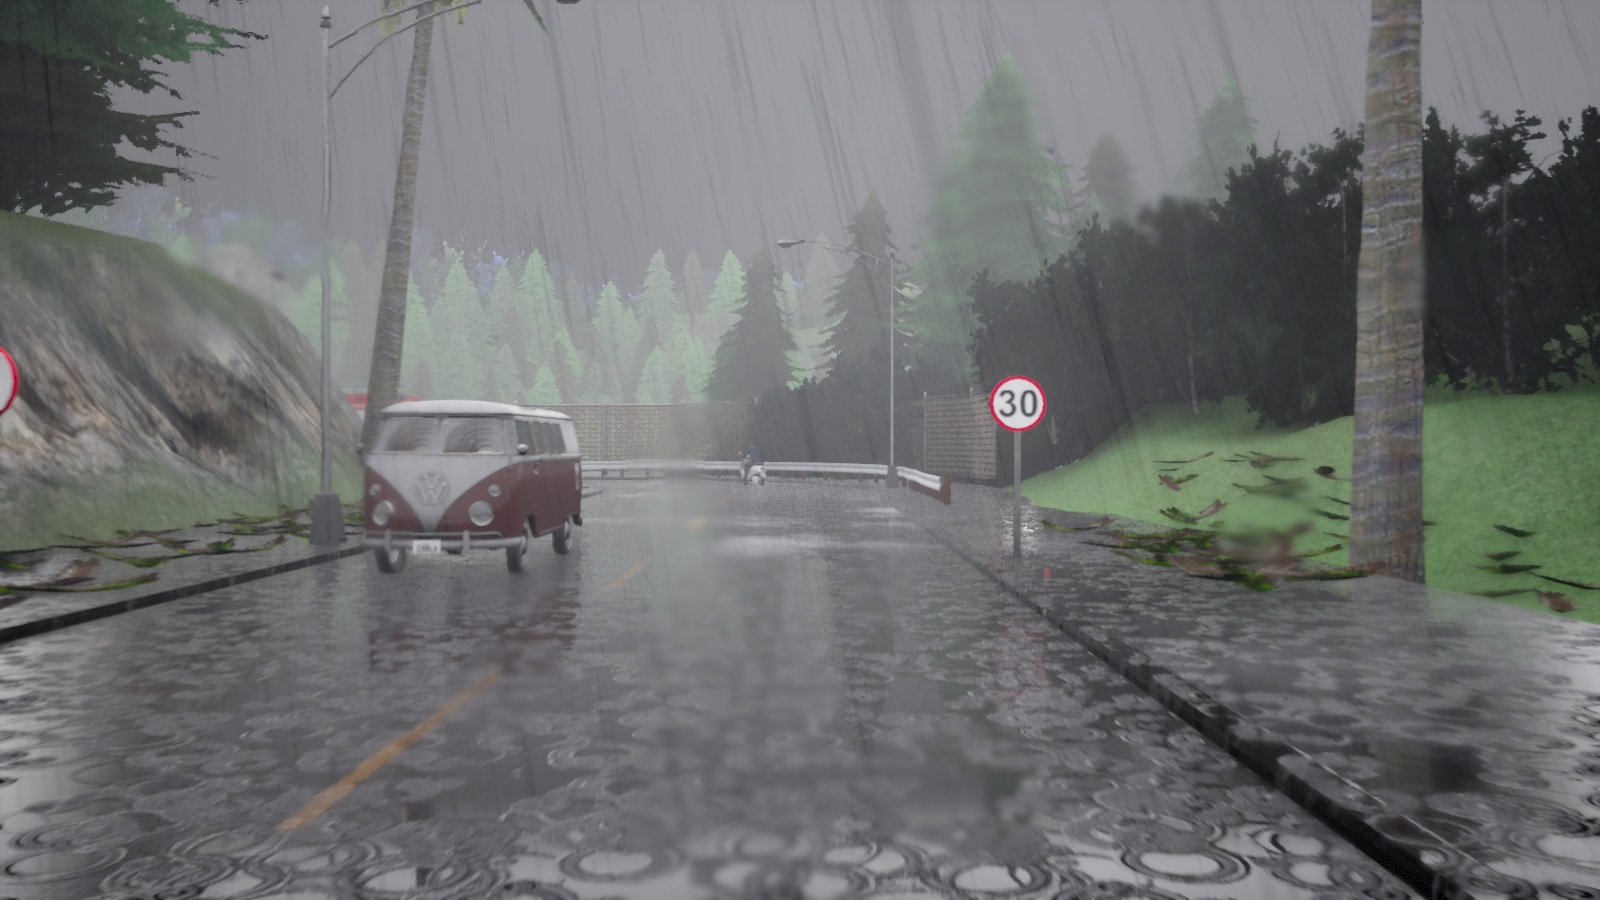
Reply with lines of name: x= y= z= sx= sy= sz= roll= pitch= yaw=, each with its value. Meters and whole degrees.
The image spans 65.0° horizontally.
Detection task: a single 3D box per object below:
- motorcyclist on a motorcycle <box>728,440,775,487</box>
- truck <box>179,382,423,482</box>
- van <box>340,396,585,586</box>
motorcyclist on a motorcycle: x=-1.714 y=0.466 z=44.328 sx=0.866 sy=1.590 sz=1.817 roll=-2 pitch=1 yaw=-30
truck: x=-19.564 y=-0.697 z=49.596 sx=8.468 sy=3.827 sz=2.891 roll=0 pitch=0 yaw=-1
van: x=-3.900 y=0.415 z=15.330 sx=1.775 sy=1.987 sz=4.442 roll=0 pitch=0 yaw=0
